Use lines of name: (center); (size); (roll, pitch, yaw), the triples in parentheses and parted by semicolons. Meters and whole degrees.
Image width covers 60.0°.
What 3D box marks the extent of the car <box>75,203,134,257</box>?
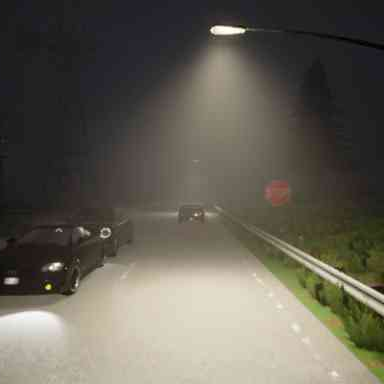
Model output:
car: (-3.627, 1.340, 12.849); (2.097, 1.767, 4.553); (0, 0, 0)

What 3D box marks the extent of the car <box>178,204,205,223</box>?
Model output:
car: (-0.046, 1.576, 25.069); (1.895, 1.301, 4.718); (0, 0, 0)

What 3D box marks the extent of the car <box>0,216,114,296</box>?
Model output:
car: (-3.548, 1.556, 8.517); (1.994, 1.385, 4.181); (0, 0, 0)
